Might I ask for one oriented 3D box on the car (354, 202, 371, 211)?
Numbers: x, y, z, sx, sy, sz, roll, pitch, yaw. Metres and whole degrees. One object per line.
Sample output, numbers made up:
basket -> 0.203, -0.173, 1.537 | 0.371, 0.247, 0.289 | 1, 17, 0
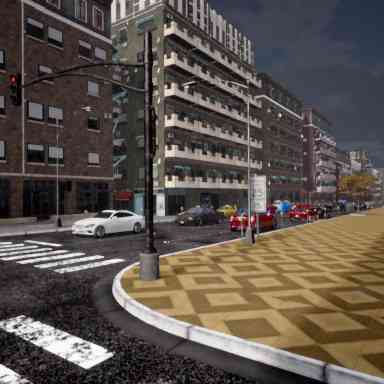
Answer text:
car -> 30.013, 2.583, 59.243 | 1.947, 1.339, 4.313 | -2, -2, 35

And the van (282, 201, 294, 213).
van -> 13.494, 2.175, 50.100 | 1.690, 1.788, 3.998 | -2, -2, 35

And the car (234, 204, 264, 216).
car -> 7.033, 2.223, 40.827 | 1.947, 1.339, 4.313 | -2, -2, 35

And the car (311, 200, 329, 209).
car -> 26.421, 2.502, 68.636 | 2.192, 1.841, 5.009 | -2, -2, 35

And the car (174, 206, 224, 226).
car -> 0.791, 1.951, 27.384 | 2.033, 1.411, 5.357 | -1, -1, 35

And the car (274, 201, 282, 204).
car -> 10.264, 2.290, 45.461 | 1.887, 1.381, 4.507 | -2, -2, 35

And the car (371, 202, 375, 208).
car -> 36.477, 2.745, 68.510 | 2.008, 1.369, 4.403 | -2, -2, 35

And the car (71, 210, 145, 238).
car -> -4.731, 1.779, 19.454 | 1.812, 1.442, 4.674 | -1, -1, 34

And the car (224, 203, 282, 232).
car -> 4.157, 1.751, 22.177 | 1.967, 1.590, 4.097 | -2, -2, 35

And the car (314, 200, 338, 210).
car -> 18.927, 2.288, 47.802 | 2.128, 1.511, 4.902 | -1, -1, 35

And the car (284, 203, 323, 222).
car -> 10.622, 2.032, 31.442 | 1.887, 1.381, 4.507 | -2, -2, 35

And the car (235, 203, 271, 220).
car -> 6.575, 2.039, 35.663 | 1.882, 1.535, 5.008 | -1, -1, 35

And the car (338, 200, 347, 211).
car -> 24.886, 2.463, 56.340 | 1.837, 1.490, 4.892 | -1, -1, 35

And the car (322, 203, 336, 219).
car -> 13.854, 2.141, 36.075 | 1.947, 1.339, 4.313 | -2, -2, 35

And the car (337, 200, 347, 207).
car -> 39.252, 2.883, 87.108 | 1.690, 1.788, 3.998 | -2, -2, 35

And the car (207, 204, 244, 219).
car -> 3.703, 2.091, 36.054 | 1.752, 1.417, 4.829 | -2, -2, 35

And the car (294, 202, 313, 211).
car -> 19.960, 2.555, 59.362 | 1.887, 1.381, 4.507 | -2, -2, 35

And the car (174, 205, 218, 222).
car -> 0.471, 2.003, 31.421 | 1.752, 1.417, 4.829 | -2, -2, 35
